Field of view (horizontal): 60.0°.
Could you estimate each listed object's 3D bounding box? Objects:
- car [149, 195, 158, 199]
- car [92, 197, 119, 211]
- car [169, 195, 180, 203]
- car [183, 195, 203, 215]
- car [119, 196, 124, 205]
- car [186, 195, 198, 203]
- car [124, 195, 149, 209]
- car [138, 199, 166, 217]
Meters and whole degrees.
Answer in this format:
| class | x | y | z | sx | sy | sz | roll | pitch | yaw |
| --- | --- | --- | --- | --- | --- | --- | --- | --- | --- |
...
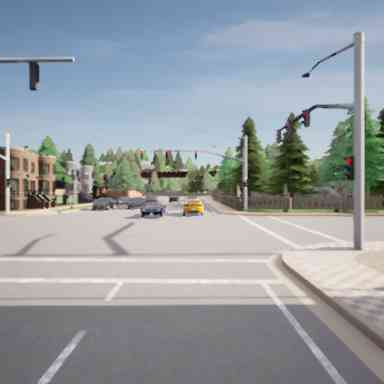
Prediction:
| class | x | y | z | sx | sy | sz | roll | pitch | yaw |
| --- | --- | --- | --- | --- | --- | --- | --- | --- | --- |
| car | -7.011 | 1.241 | 56.512 | 2.097 | 1.767 | 4.553 | 0 | 0 | 0 |
| car | -10.573 | 1.427 | 40.067 | 1.837 | 1.490 | 4.892 | 0 | 0 | 0 |
| car | -3.497 | 1.379 | 64.769 | 1.837 | 1.490 | 4.892 | 0 | 0 | 0 |
| car | 0.102 | 1.412 | 33.321 | 1.882 | 1.535 | 5.008 | 0 | 0 | 0 |
| car | -10.559 | 1.391 | 51.510 | 2.128 | 1.511 | 4.902 | 0 | 0 | 0 |
| car | 0.003 | 1.364 | 64.769 | 2.128 | 1.511 | 4.902 | 0 | 0 | 0 |
| car | -7.060 | 1.421 | 42.778 | 1.837 | 1.490 | 4.892 | 0 | 0 | 0 |
| car | -3.399 | 1.542 | 30.188 | 1.895 | 1.301 | 4.718 | 0 | 0 | 0 |
